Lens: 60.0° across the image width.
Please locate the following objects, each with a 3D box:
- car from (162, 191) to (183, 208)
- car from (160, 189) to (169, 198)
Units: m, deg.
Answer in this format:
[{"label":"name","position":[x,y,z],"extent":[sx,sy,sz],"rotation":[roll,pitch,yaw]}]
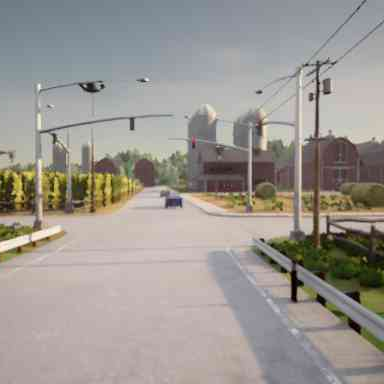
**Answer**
[{"label":"car","position":[-2.093,0.968,37.485],"extent":[1.882,1.535,5.008],"rotation":[0,2,-6]},{"label":"car","position":[-5.058,0.248,62.657],"extent":[2.128,1.511,4.902],"rotation":[0,2,-7]}]
